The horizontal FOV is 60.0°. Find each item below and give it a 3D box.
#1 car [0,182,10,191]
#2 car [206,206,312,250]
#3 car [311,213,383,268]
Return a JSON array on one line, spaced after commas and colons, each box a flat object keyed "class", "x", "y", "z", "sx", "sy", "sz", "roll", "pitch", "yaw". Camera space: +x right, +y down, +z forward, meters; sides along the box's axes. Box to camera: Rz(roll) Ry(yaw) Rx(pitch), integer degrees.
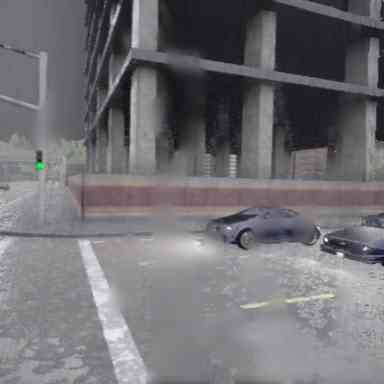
[{"class": "car", "x": -31.622, "y": -0.945, "z": 55.418, "sx": 2.033, "sy": 1.411, "sz": 5.357, "roll": 1, "pitch": 2, "yaw": -21}, {"class": "car", "x": 2.655, "y": 1.217, "z": 12.347, "sx": 4.181, "sy": 1.385, "sz": 1.994, "roll": 1, "pitch": 2, "yaw": -21}, {"class": "car", "x": 6.576, "y": 1.366, "z": 10.119, "sx": 5.357, "sy": 1.411, "sz": 2.033, "roll": 1, "pitch": 2, "yaw": -21}]
